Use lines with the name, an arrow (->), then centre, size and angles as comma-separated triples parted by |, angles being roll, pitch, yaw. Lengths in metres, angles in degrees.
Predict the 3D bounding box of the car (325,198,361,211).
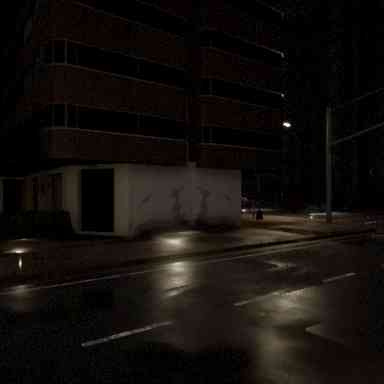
car -> 18.213, 1.477, 41.274 | 1.882, 1.535, 5.008 | 0, 0, -35

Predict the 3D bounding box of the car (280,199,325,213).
car -> 12.115, 1.526, 37.590 | 1.812, 1.442, 4.674 | 0, 0, -36

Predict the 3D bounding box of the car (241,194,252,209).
car -> 6.121, 1.478, 45.861 | 1.882, 1.535, 5.008 | 0, 0, -35
